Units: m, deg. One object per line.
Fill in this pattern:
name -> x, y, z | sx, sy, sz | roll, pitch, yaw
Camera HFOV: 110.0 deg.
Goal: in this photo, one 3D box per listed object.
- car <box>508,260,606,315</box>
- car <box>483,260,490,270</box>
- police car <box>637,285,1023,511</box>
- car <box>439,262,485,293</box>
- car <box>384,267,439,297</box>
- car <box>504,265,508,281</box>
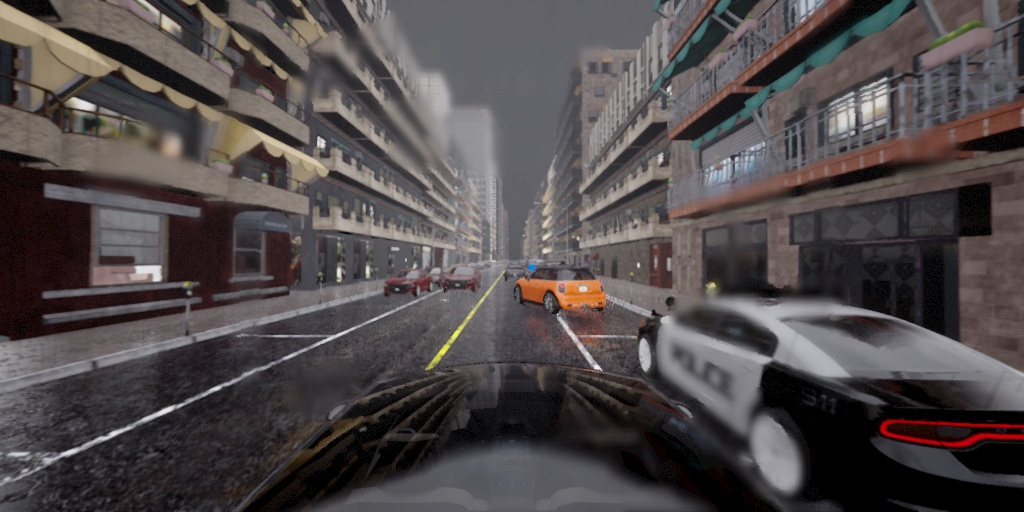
car -> 1.698, 1.168, 14.279 | 2.097, 1.767, 4.553 | 0, 0, -20
car -> -5.302, 1.612, 59.457 | 2.007, 1.370, 4.403 | 0, 0, 0
police car -> 3.147, 1.191, 4.563 | 1.930, 1.638, 5.238 | 0, 0, 0
car -> -2.967, 1.333, 22.090 | 1.882, 1.535, 5.008 | 0, 0, 0
car -> -5.573, 1.387, 19.681 | 1.888, 1.381, 4.507 | 0, 0, 0
car -> 0.288, 1.406, 32.580 | 2.128, 1.511, 4.902 | 0, 0, 1
